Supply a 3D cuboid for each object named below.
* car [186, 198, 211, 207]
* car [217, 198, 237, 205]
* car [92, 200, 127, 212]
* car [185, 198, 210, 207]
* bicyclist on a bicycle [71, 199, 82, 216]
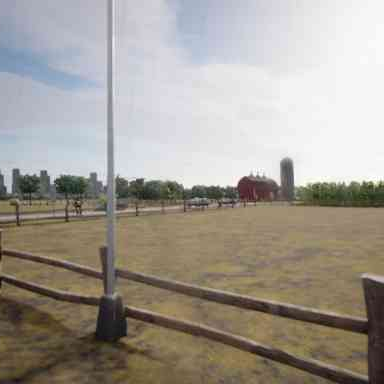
[{"bbox_3d":[0.955,1.735,54.218,2.033,1.411,5.357,-2,-2,36],"label":"car"},{"bbox_3d":[6.678,1.837,62.355,1.895,1.301,4.718,-2,-2,35],"label":"car"},{"bbox_3d":[-10.630,1.761,42.925,1.837,1.490,4.892,-2,-1,35],"label":"car"},{"bbox_3d":[1.006,1.786,59.128,1.882,1.535,5.008,-2,-2,35],"label":"car"},{"bbox_3d":[-11.085,1.533,31.966,1.656,1.620,0.582,0,0,35],"label":"bicyclist on a bicycle"}]
